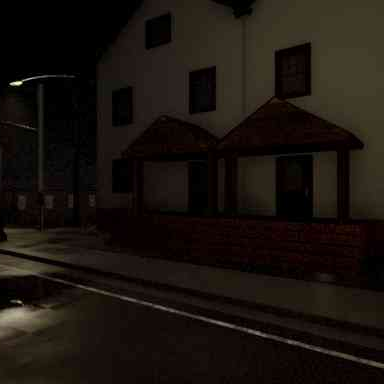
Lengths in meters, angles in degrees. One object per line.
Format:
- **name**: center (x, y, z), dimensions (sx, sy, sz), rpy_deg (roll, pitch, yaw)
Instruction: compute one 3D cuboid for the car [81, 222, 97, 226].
- **car**: center (-9.978, 3.910, 36.037), dimensions (1.895, 1.301, 4.718), rpy_deg (0, -11, 35)
